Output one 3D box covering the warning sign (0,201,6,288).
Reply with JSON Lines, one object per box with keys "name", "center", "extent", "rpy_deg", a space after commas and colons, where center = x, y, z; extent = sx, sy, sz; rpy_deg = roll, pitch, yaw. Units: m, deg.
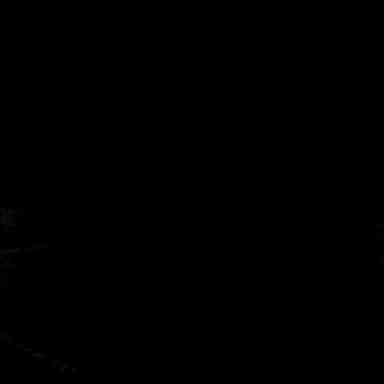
{"name": "warning sign", "center": [-4.860, 1.131, 6.999], "extent": [1.060, 1.860, 1.300], "rpy_deg": [0, 0, 35]}
